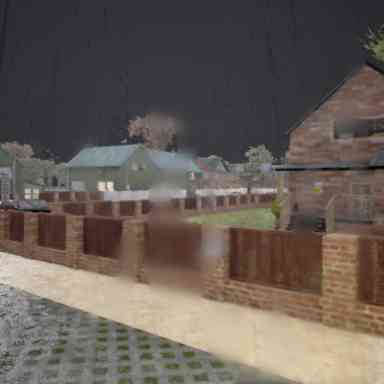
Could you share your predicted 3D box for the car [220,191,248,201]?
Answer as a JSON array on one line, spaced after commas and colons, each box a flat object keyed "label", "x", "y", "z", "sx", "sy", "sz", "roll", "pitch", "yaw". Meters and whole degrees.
[{"label": "car", "x": 6.593, "y": 0.604, "z": 52.117, "sx": 2.033, "sy": 1.411, "sz": 5.357, "roll": 2, "pitch": 2, "yaw": 35}]

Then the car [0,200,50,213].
[{"label": "car", "x": -11.452, "y": 1.248, "z": 21.768, "sx": 1.882, "sy": 1.535, "sz": 5.008, "roll": 2, "pitch": 2, "yaw": 35}]

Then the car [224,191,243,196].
[{"label": "car", "x": 6.238, "y": 0.774, "z": 46.752, "sx": 2.033, "sy": 1.411, "sz": 5.357, "roll": 2, "pitch": 2, "yaw": 35}]

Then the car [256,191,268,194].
[{"label": "car", "x": 11.724, "y": 0.578, "z": 54.620, "sx": 1.812, "sy": 1.442, "sz": 4.674, "roll": 2, "pitch": 2, "yaw": 35}]
